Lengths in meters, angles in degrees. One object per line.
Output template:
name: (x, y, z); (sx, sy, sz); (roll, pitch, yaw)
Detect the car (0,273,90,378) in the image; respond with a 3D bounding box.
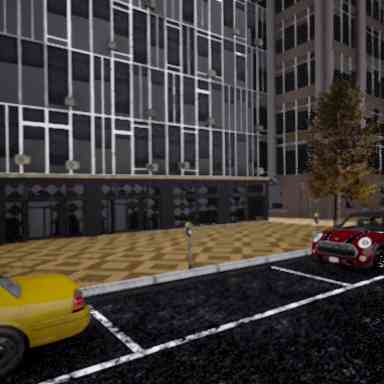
car: (-3.749, 1.530, 3.896); (4.829, 1.417, 1.752); (0, 0, -35)

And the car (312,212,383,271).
car: (5.645, 1.386, 10.594); (4.097, 1.590, 1.967); (0, 0, -35)
